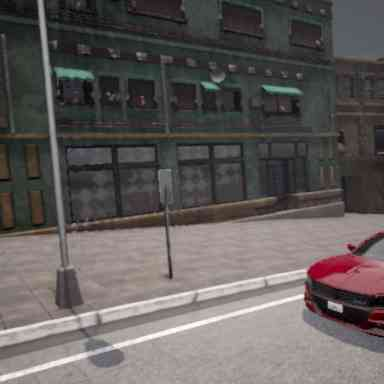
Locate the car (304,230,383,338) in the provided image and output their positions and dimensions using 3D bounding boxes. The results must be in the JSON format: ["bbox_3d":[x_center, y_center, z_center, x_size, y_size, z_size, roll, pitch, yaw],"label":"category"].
[{"bbox_3d":[4.283,1.443,6.284,5.008,1.535,1.882,0,0,-31],"label":"car"}]
